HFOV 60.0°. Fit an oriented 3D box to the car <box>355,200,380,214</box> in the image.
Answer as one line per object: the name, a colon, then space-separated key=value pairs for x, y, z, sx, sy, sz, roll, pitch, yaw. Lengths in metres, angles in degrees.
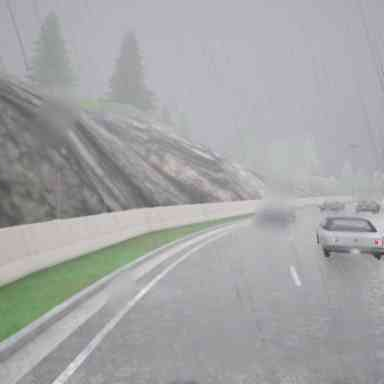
car: x=18.790 y=1.561 z=35.508 sx=2.033 sy=1.411 sz=5.357 roll=0 pitch=0 yaw=35

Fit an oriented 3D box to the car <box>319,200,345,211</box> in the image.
car: x=15.887 y=1.595 z=37.467 sx=1.895 sy=1.301 sz=4.718 roll=0 pitch=0 yaw=35

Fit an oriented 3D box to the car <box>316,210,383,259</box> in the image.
car: x=5.868 y=1.601 z=12.759 sx=1.895 sy=1.301 sz=4.718 roll=0 pitch=0 yaw=17

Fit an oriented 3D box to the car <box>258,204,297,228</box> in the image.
car: x=5.721 y=1.503 z=22.078 sx=1.812 sy=1.442 sz=4.674 roll=0 pitch=0 yaw=26
